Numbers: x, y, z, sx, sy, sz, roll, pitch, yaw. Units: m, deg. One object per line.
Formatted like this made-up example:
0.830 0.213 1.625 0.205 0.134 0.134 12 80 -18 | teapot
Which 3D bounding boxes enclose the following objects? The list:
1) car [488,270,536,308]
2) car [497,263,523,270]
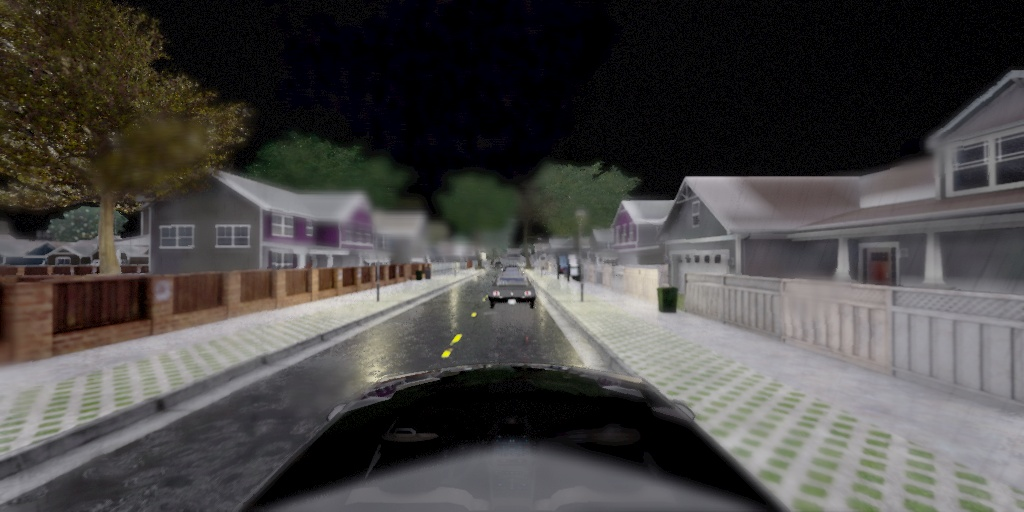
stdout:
0.005 1.486 15.953 1.895 1.301 4.718 0 -1 0 | car
0.009 1.595 31.163 1.994 1.385 4.181 0 0 0 | car
